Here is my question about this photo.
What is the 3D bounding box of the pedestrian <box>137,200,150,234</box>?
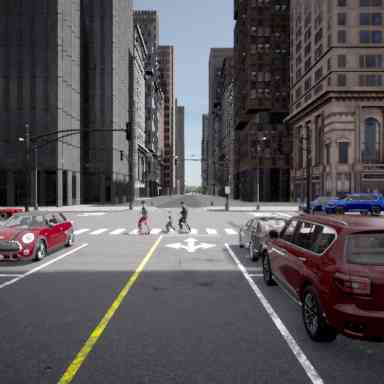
[{"bbox_3d":[-2.562,1.292,17.475,0.375,1.860,0.375,0,0,0],"label":"pedestrian"}]

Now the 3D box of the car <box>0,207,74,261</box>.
[{"bbox_3d":[-5.799,1.439,11.983,1.967,1.590,4.097,0,0,0],"label":"car"}]

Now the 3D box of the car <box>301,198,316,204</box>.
[{"bbox_3d":[13.302,1.289,34.119,4.553,1.767,2.097,0,0,0],"label":"car"}]

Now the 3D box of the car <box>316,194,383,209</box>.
[{"bbox_3d":[14.975,1.167,30.883,5.566,2.045,2.150,0,0,-2],"label":"car"}]

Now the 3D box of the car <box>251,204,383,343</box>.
[{"bbox_3d":[2.741,1.314,6.406,2.192,1.841,5.009,0,0,0],"label":"car"}]

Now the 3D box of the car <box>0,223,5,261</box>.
[{"bbox_3d":[-5.783,1.525,6.211,1.752,1.417,4.829,0,0,0],"label":"car"}]

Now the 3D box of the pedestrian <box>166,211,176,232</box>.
[{"bbox_3d":[-1.195,1.581,18.679,0.375,1.300,0.375,0,0,0],"label":"pedestrian"}]

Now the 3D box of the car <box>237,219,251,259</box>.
[{"bbox_3d":[2.727,1.550,12.008,2.008,1.369,4.403,0,0,0],"label":"car"}]

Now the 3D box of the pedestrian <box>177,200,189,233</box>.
[{"bbox_3d":[-0.475,1.298,18.078,0.375,1.860,0.375,0,0,0],"label":"pedestrian"}]
